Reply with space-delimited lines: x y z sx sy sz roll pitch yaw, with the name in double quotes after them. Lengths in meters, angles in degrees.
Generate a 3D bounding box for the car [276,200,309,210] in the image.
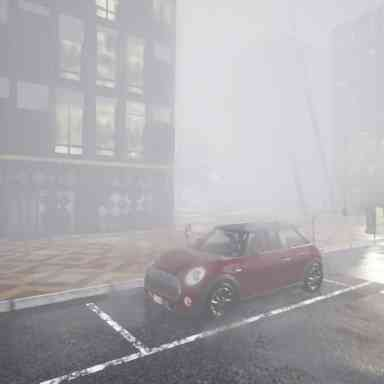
14.484 1.806 46.901 1.802 1.307 4.206 1 -1 -35 "car"

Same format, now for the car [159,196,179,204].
-5.205 1.724 74.652 2.192 1.841 5.009 1 -1 -35 "car"

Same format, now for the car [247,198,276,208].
11.203 1.800 51.527 1.887 1.381 4.507 1 -1 -35 "car"

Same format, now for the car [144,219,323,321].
0.990 1.442 7.261 4.097 1.590 1.967 0 1 -36 "car"

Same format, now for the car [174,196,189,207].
-2.198 1.733 55.931 1.887 1.381 4.507 1 -1 -35 "car"

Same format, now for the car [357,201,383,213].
21.047 1.730 37.653 1.947 1.339 4.313 1 -1 -35 "car"

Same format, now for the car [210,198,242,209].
4.365 1.678 46.682 2.008 1.369 4.403 1 -1 -35 "car"

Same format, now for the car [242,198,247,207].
7.921 1.726 56.152 1.967 1.590 4.097 1 -1 -35 "car"
